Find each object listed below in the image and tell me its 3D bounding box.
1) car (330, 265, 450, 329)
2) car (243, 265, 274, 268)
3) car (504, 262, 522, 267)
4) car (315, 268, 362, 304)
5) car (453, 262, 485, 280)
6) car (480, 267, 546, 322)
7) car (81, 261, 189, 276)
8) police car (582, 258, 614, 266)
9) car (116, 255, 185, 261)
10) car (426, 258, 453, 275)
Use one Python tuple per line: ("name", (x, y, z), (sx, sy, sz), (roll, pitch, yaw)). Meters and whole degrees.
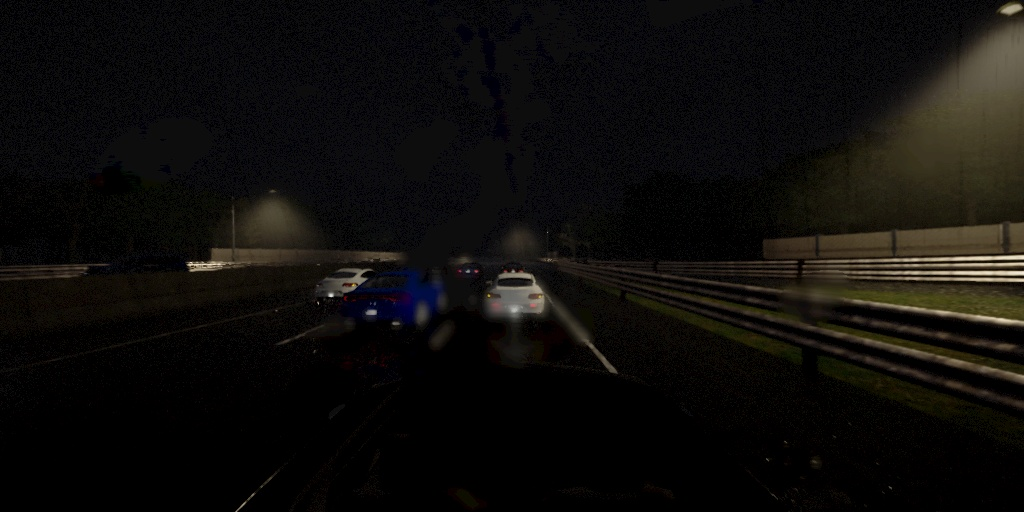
("car", (-3.401, 1.210, 11.173), (1.882, 1.535, 5.008), (0, 0, 0))
("car", (-17.592, 1.307, 24.565), (1.895, 1.301, 4.718), (0, 0, 0))
("car", (0.095, 1.245, 30.444), (2.033, 1.411, 5.357), (0, 0, 0))
("car", (-6.889, 1.249, 15.976), (1.812, 1.442, 4.674), (0, 0, 0))
("car", (-3.405, 1.245, 30.501), (2.033, 1.411, 5.357), (0, 0, 0))
("car", (0.098, 1.257, 12.117), (1.812, 1.442, 4.674), (0, 0, 0))
("car", (-21.097, 1.207, 19.922), (2.128, 1.511, 4.902), (0, 0, 0))
("police car", (10.355, 1.033, 44.052), (2.038, 1.542, 4.974), (0, -1, -19))
("car", (-24.596, 0.930, 23.819), (2.150, 2.045, 5.566), (0, 0, 0))
("car", (-6.906, 1.197, 34.963), (1.837, 1.490, 4.892), (0, 0, 0))
